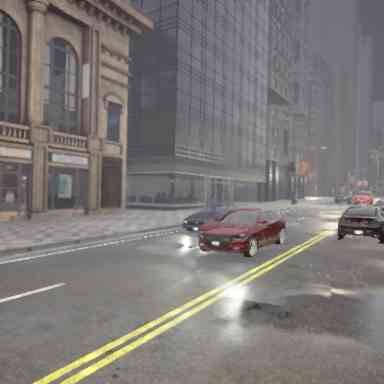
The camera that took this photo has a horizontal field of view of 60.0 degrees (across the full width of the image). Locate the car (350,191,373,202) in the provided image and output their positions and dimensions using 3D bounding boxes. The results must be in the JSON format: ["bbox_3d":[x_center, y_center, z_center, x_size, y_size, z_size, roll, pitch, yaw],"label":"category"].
[{"bbox_3d":[24.781,0.930,47.898,2.150,2.045,5.566,1,1,33],"label":"car"}]

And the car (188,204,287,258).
[{"bbox_3d":[2.097,1.346,12.657,1.882,1.535,5.008,1,1,33],"label":"car"}]

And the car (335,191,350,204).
[{"bbox_3d":[24.506,0.875,53.448,2.150,2.045,5.566,1,1,33],"label":"car"}]

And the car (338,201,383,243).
[{"bbox_3d":[8.201,1.405,15.788,1.837,1.490,4.892,1,1,33],"label":"car"}]

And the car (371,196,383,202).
[{"bbox_3d":[19.541,1.376,33.454,1.994,1.385,4.181,1,1,33],"label":"car"}]

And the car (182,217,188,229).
[{"bbox_3d":[1.626,1.343,17.942,2.033,1.411,5.357,1,1,33],"label":"car"}]
